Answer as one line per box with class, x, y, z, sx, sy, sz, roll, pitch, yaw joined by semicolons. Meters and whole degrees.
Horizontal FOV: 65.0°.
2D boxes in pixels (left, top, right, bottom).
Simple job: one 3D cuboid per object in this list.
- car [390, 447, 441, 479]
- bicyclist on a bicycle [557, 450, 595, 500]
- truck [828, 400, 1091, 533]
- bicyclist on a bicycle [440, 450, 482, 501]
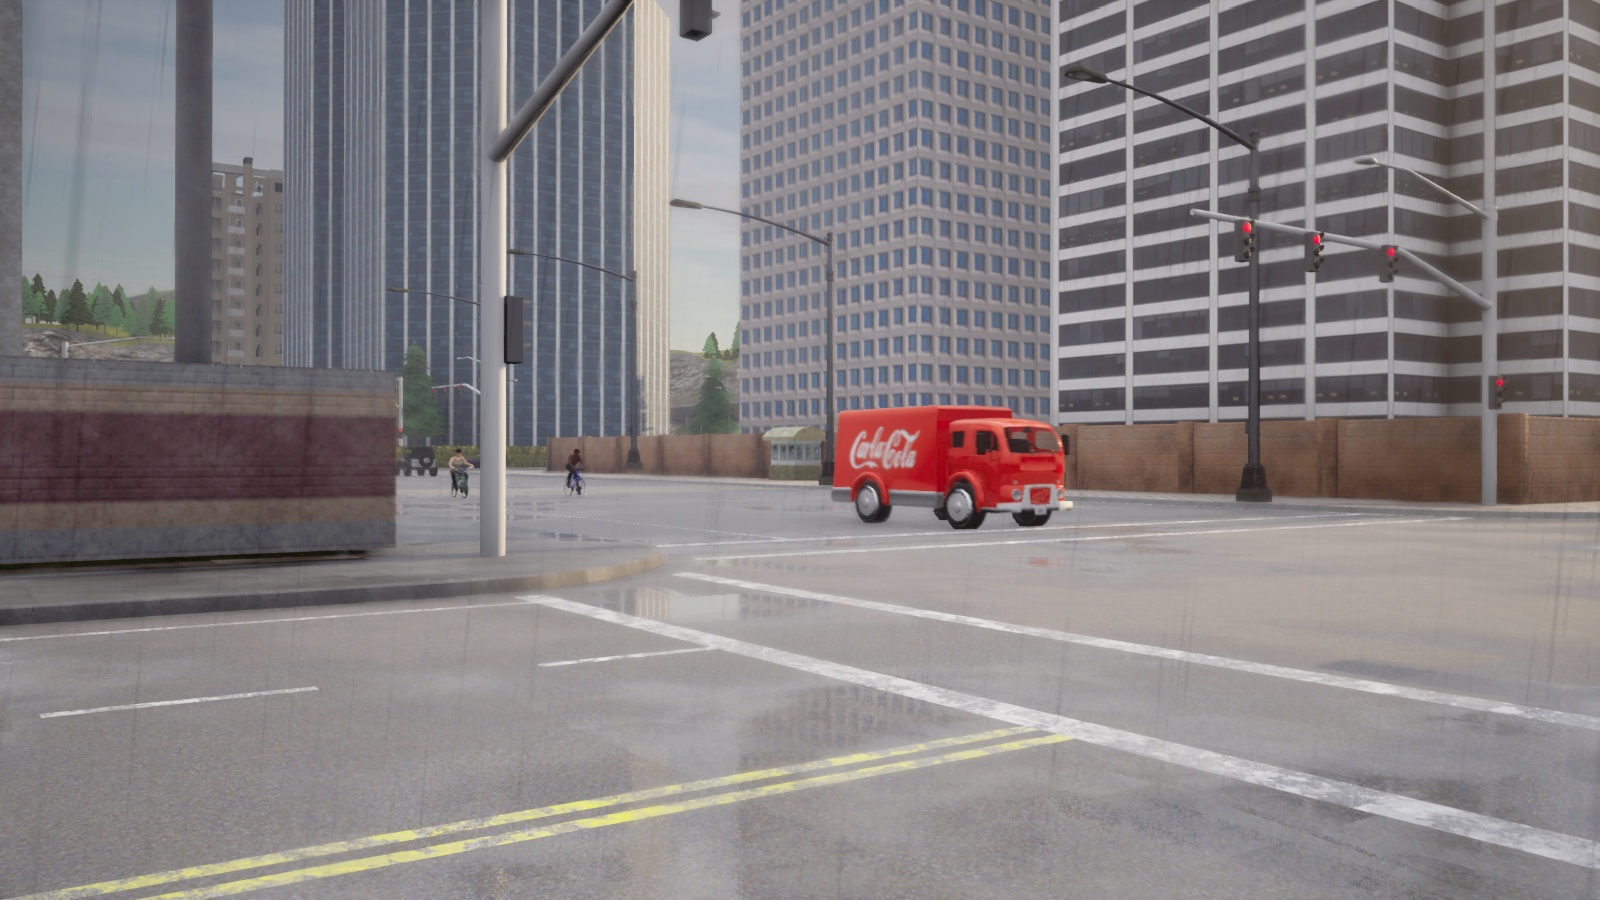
car;-23.771;0.781;77.625;1.905;1.878;3.866;0;0;-35
bicyclist on a bicycle;-7.414;0.815;41.532;0.582;1.620;1.656;0;0;-35
truck;3.180;0.315;26.157;2.627;2.467;5.204;0;0;-35
bicyclist on a bicycle;-10.943;0.804;40.495;0.866;1.612;1.509;0;0;-34
